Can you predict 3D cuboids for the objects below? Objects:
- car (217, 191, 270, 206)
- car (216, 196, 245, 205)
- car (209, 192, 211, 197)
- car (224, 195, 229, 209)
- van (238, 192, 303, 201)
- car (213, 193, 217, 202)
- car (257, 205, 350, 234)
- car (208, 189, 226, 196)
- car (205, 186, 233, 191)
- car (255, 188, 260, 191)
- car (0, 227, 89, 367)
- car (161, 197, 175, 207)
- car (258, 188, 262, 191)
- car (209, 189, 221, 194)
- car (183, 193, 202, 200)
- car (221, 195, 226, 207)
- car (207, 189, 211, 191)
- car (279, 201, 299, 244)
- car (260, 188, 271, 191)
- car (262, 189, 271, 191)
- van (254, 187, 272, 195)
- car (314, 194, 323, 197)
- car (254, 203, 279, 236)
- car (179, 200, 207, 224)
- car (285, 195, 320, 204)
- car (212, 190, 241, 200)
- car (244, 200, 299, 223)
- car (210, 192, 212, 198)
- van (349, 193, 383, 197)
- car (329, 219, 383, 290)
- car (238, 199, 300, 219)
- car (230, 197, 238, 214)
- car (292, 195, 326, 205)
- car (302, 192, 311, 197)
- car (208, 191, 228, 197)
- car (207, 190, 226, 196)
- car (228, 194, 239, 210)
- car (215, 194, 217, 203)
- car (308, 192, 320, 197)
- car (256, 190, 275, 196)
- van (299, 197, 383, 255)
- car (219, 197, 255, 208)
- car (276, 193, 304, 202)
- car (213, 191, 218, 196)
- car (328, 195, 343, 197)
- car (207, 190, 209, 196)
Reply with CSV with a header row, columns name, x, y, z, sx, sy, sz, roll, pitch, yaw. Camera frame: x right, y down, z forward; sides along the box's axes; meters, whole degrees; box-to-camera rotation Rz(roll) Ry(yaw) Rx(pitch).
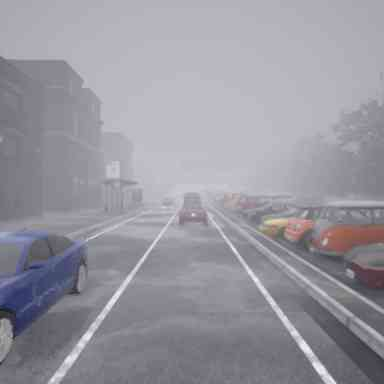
name,x,y,z,sx,sy,sz,roll,pitch,yaw
car,6.332,1.170,41.312,5.566,2.045,2.435,0,0,0
car,6.355,1.351,55.248,4.674,1.452,2.002,0,1,0
car,6.362,1.106,66.388,4.792,1.488,2.163,0,2,0
car,6.470,1.435,35.746,5.366,1.575,1.946,0,0,0
van,6.372,1.238,27.396,4.442,1.987,1.878,0,0,0
car,6.337,1.348,52.458,5.008,1.535,2.097,0,1,0
car,6.229,1.526,19.046,4.674,1.452,2.002,0,0,0
car,6.490,0.183,85.877,4.553,1.767,2.185,0,3,0
car,6.468,0.327,80.306,5.566,2.045,2.435,0,3,0
car,19.542,0.337,86.034,4.674,1.452,2.002,0,3,0
car,-3.351,1.471,5.837,1.882,1.535,5.008,0,0,0
car,-3.428,1.390,48.882,2.033,1.411,5.357,0,1,0
car,19.558,0.473,83.125,4.792,1.488,2.163,0,3,0
car,6.370,0.870,69.170,4.553,1.767,2.185,0,2,0
car,0.028,1.114,41.198,2.150,2.045,5.566,0,0,1
car,6.289,1.430,38.530,5.008,1.535,2.097,0,0,0
car,6.424,0.700,77.530,4.892,1.521,2.231,0,2,0
car,6.175,1.372,13.480,4.553,1.767,2.185,0,0,0
car,19.705,0.571,80.334,5.366,1.575,1.946,0,3,0
car,19.696,0.692,77.541,5.366,1.575,1.946,0,3,0
van,19.432,-0.214,91.472,4.442,1.987,1.878,-1,3,0
car,19.389,1.410,44.216,5.008,1.535,2.097,0,0,0
car,6.031,1.489,16.264,5.366,1.575,1.946,0,0,0
car,0.079,1.516,24.406,1.994,1.385,4.181,0,0,0
car,19.257,1.258,58.161,5.366,1.575,1.946,0,1,0
car,6.403,1.086,60.811,4.553,1.767,2.185,0,1,0
car,6.230,1.478,21.830,5.008,1.535,2.097,0,0,0
car,6.411,1.177,63.602,4.792,1.488,2.163,0,1,0
van,19.248,1.211,35.737,4.442,1.987,1.878,0,0,0
car,6.158,1.538,7.913,4.792,1.488,2.163,0,0,0
car,6.251,1.471,24.613,5.008,1.535,2.097,0,0,0
car,6.271,1.457,30.180,4.892,1.521,2.231,0,0,0
car,19.438,1.307,55.371,5.008,1.535,2.097,0,1,0
car,19.451,1.094,52.579,5.566,2.045,2.435,0,1,0
car,6.444,0.448,83.108,5.008,1.535,2.097,0,3,0
car,6.498,0.192,88.667,4.792,1.488,2.163,0,3,0
car,6.244,1.321,33.088,4.553,1.767,2.185,0,0,0
car,6.328,1.378,49.669,5.008,1.535,2.097,0,0,0
car,19.435,1.271,47.000,4.553,1.767,2.185,0,0,0
car,19.552,0.191,88.815,4.674,1.452,2.002,0,3,0
van,6.080,1.277,10.759,4.442,1.987,1.878,0,0,0
car,6.294,1.429,46.882,4.792,1.488,2.163,0,0,0
car,19.465,1.074,66.393,4.892,1.521,2.231,0,2,0
car,6.393,1.140,58.032,4.553,1.767,2.185,0,1,0
car,19.346,1.177,38.522,5.566,2.045,2.435,0,0,0
car,6.391,0.839,74.754,4.792,1.488,2.163,0,2,0
